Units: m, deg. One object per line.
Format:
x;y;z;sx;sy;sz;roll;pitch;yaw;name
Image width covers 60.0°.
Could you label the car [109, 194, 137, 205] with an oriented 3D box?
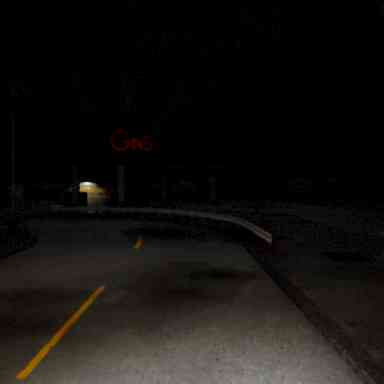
-9.114;0.986;43.861;3.633;1.501;1.845;0;1;0;car
